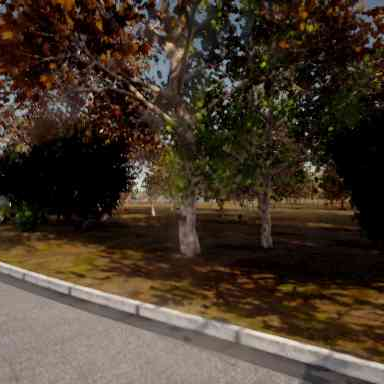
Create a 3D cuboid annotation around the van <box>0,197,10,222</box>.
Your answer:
[{"bbox_3d":[-16.219,1.332,24.979,1.878,1.987,4.442,0,0,30],"label":"van"}]
